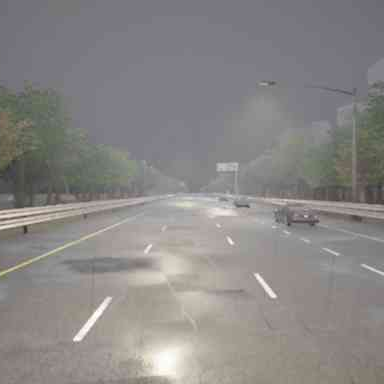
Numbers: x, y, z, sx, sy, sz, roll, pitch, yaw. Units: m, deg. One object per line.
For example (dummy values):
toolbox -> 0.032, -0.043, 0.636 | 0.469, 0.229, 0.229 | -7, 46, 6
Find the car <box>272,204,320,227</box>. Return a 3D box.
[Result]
car -> 7.033, 1.560, 23.010 | 2.033, 1.411, 5.357 | 0, 0, 0

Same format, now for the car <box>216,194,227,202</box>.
car -> 7.361, 1.588, 79.429 | 1.812, 1.442, 4.674 | 0, 0, 1

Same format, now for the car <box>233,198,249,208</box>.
car -> 7.140, 1.605, 48.617 | 1.994, 1.385, 4.181 | 0, 0, 0
